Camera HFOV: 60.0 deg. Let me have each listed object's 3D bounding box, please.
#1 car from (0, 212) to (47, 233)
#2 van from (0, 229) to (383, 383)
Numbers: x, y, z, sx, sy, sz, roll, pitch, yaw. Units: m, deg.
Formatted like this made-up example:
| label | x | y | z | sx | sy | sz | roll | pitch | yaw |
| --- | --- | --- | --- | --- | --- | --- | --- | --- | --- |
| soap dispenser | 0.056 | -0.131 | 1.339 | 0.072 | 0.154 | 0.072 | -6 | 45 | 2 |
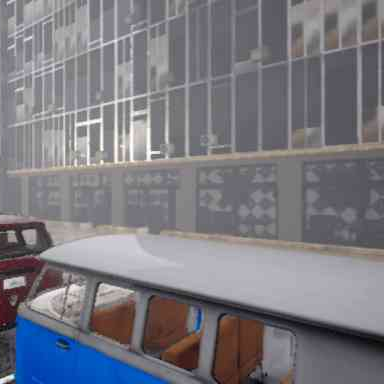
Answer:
| label | x | y | z | sx | sy | sz | roll | pitch | yaw |
| --- | --- | --- | --- | --- | --- | --- | --- | --- | --- |
| car | -4.287 | 1.264 | 5.793 | 5.009 | 1.841 | 2.192 | 1 | 0 | 36 |
| van | 0.218 | 1.332 | 2.577 | 3.998 | 1.788 | 1.690 | 1 | 0 | 36 |
